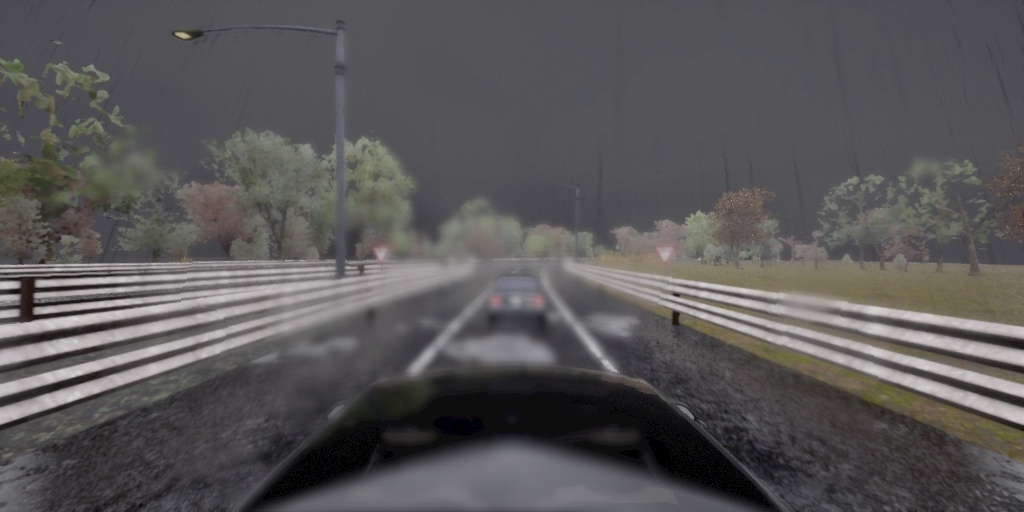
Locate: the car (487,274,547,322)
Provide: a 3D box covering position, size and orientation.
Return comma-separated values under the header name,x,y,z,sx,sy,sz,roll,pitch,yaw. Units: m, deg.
name,x,y,z,sx,sy,sz,roll,pitch,yaw
car,0.238,1.331,12.514,2.033,1.411,5.357,0,0,2
